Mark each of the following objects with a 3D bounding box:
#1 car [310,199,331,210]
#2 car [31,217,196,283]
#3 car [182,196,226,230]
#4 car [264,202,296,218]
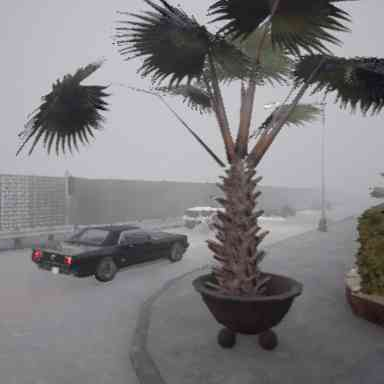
[{"bbox_3d":[17.666,1.706,45.502,2.128,1.511,4.902,0,0,35],"label":"car"},{"bbox_3d":[-2.086,1.646,9.983,1.895,1.301,4.718,0,0,35],"label":"car"},{"bbox_3d":[1.631,1.325,22.530,2.150,2.045,5.566,0,0,35],"label":"car"},{"bbox_3d":[8.647,1.716,32.615,1.994,1.385,4.181,0,0,35],"label":"car"}]
